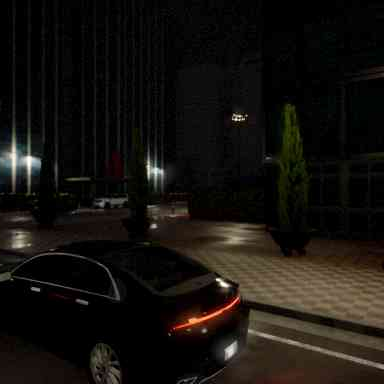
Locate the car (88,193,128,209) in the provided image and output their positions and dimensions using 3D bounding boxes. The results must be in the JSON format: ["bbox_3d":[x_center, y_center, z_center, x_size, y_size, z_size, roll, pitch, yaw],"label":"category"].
[{"bbox_3d":[-11.035,1.221,46.128,2.150,2.045,5.566,0,0,35],"label":"car"}]

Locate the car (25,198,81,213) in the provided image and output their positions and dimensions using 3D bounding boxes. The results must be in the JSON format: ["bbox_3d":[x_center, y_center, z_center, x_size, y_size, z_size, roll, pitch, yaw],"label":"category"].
[{"bbox_3d":[-14.437,1.601,34.776,1.895,1.301,4.718,0,0,35],"label":"car"}]

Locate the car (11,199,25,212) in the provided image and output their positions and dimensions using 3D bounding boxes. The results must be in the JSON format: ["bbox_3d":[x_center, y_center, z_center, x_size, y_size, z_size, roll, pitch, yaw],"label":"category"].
[{"bbox_3d":[-17.104,1.491,37.498,2.128,1.511,4.902,0,0,35],"label":"car"}]

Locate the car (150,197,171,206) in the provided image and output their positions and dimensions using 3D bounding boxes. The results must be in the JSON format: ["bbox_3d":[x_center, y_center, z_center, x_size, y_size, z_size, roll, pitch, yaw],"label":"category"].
[{"bbox_3d":[-5.304,1.563,54.256,1.994,1.385,4.181,0,0,35],"label":"car"}]

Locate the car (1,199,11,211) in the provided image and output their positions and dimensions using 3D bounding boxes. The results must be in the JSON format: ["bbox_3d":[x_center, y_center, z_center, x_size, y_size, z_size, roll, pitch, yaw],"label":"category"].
[{"bbox_3d":[-21.052,1.547,37.962,2.033,1.411,5.357,0,0,35],"label":"car"}]

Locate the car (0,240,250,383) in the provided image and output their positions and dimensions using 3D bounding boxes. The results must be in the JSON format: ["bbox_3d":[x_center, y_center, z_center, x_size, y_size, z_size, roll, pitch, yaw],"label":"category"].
[{"bbox_3d":[-1.536,1.505,5.101,4.892,1.490,1.837,0,0,36],"label":"car"}]

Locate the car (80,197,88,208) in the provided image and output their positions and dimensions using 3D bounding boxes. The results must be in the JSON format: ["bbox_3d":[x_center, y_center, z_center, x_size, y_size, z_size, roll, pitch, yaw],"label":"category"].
[{"bbox_3d":[-15.104,1.505,46.427,1.837,1.490,4.892,0,0,35],"label":"car"}]
